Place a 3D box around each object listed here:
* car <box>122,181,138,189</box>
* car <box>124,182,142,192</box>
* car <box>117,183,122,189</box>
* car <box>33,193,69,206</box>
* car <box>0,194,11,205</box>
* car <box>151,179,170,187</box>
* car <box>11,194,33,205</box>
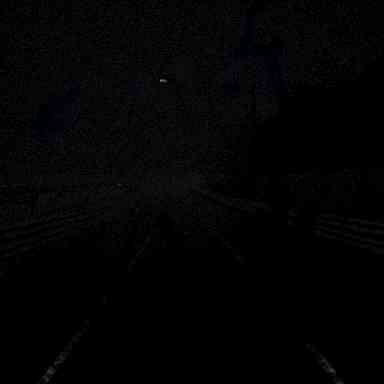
[{"bbox_3d":[-13.815,-1.700,79.193,2.150,2.045,5.566,0,4,12],"label":"car"},{"bbox_3d":[-12.079,-0.831,70.624,1.994,1.385,4.181,0,4,12],"label":"car"},{"bbox_3d":[-16.822,-1.554,81.871,2.128,1.511,4.902,0,4,12],"label":"car"},{"bbox_3d":[-17.918,0.891,43.435,1.882,1.535,5.008,0,4,12],"label":"car"},{"bbox_3d":[-24.757,0.955,44.929,1.895,1.301,4.718,0,4,12],"label":"car"},{"bbox_3d":[-8.302,-1.993,88.209,2.033,1.411,5.357,0,4,12],"label":"car"},{"bbox_3d":[-21.341,0.948,44.164,1.994,1.385,4.181,0,4,12],"label":"car"}]
